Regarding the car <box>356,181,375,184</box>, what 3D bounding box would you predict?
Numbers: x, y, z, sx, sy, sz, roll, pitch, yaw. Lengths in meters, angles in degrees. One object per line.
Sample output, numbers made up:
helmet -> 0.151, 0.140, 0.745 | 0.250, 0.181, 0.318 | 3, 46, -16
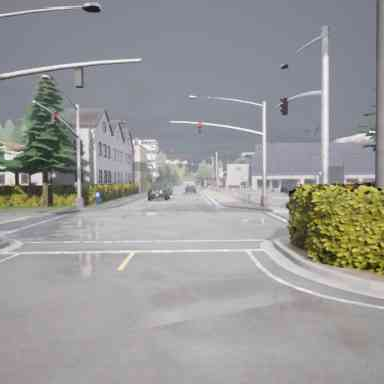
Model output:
car -> 18.980, -0.180, 34.253 | 1.905, 1.878, 3.866 | -1, 2, -1

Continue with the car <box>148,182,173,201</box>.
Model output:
car -> -3.761, -0.122, 38.286 | 2.150, 2.045, 5.566 | -1, 2, 0

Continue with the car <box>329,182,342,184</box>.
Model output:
car -> 25.243, -1.043, 59.531 | 2.152, 1.636, 5.027 | -1, 2, -1

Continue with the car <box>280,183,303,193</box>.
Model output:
car -> 15.213, -0.535, 52.107 | 2.007, 1.523, 4.514 | -1, 2, -1

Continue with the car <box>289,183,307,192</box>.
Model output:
car -> 18.829, -0.883, 59.171 | 1.970, 1.475, 3.806 | -1, 2, -1

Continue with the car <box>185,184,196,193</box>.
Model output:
car -> -0.233, -0.596, 58.710 | 2.128, 1.511, 4.902 | -1, 2, 0

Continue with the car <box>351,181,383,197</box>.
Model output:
car -> 22.216, -0.466, 42.137 | 1.932, 1.855, 4.605 | -1, 2, -1
